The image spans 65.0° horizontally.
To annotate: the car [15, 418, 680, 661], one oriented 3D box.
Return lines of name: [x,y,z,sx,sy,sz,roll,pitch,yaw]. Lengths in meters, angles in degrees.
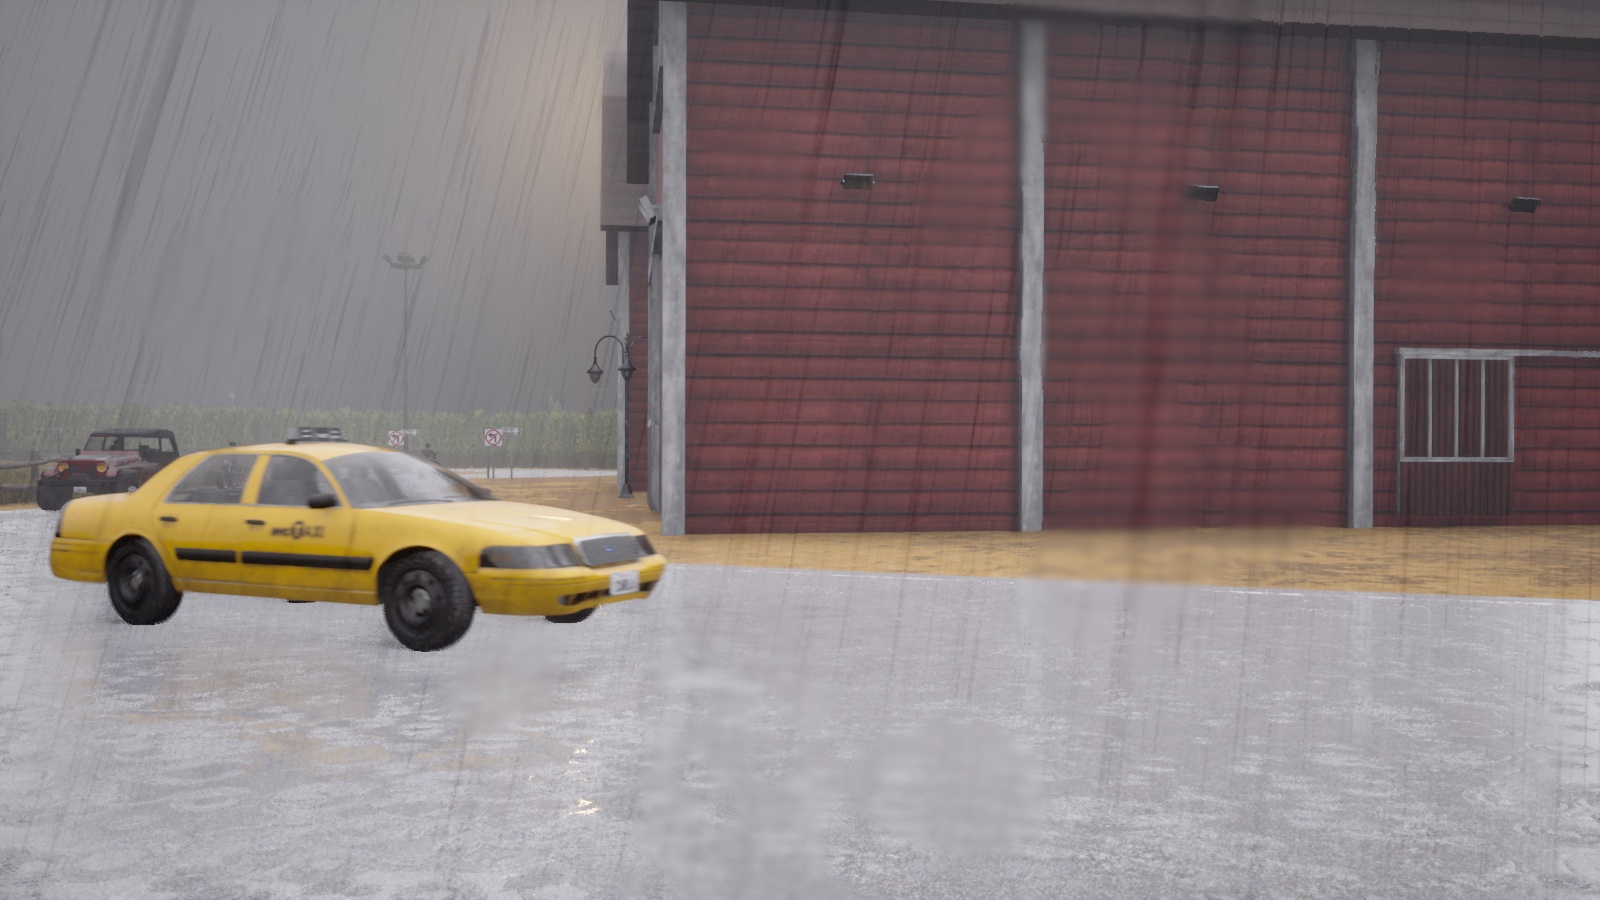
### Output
car: [-3.742,0.576,10.118,5.366,1.575,1.801,0,0,26]

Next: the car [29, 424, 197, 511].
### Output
car: [-15.844,0.392,29.191,1.905,1.878,3.866,0,0,-3]
